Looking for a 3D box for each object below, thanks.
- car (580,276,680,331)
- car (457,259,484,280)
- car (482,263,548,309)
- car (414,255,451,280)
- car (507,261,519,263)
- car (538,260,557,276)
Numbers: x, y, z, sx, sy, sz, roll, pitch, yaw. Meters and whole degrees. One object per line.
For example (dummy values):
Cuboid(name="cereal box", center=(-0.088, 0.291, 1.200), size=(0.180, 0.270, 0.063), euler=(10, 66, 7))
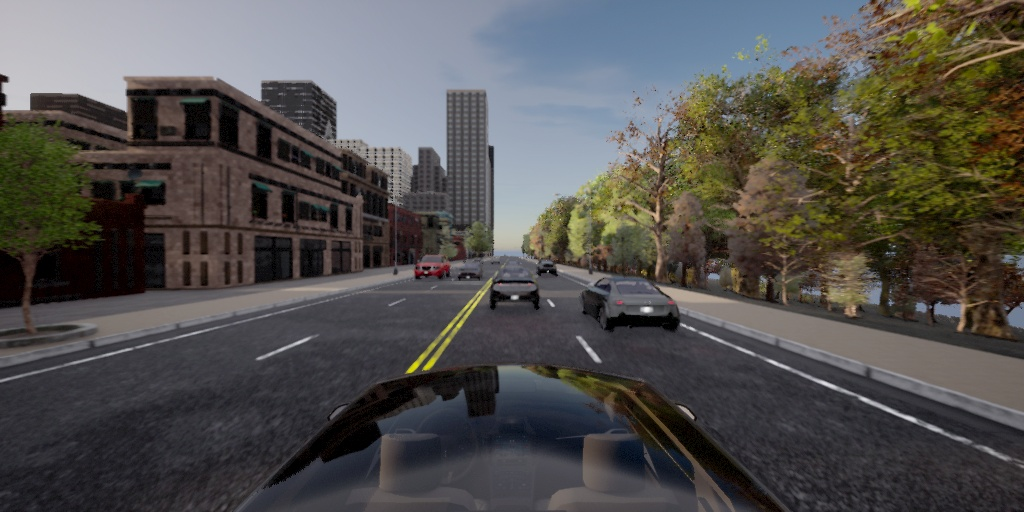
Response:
Cuboid(name="car", center=(3.350, 1.293, 10.929), size=(1.994, 1.385, 4.181), euler=(0, 0, 0))
Cuboid(name="car", center=(-3.344, 1.228, 30.026), size=(2.033, 1.411, 5.357), euler=(0, 0, 0))
Cuboid(name="car", center=(0.100, 1.211, 14.832), size=(2.128, 1.511, 4.902), euler=(0, 0, 0))
Cuboid(name="car", center=(-6.593, 0.900, 30.325), size=(2.150, 2.045, 5.566), euler=(0, 0, 0))
Cuboid(name="car", center=(0.098, 1.222, 38.995), size=(1.994, 1.385, 4.181), euler=(0, 0, 0))
Cuboid(name="car", center=(3.347, 1.172, 35.824), size=(1.837, 1.490, 4.892), euler=(0, 1, 0))
